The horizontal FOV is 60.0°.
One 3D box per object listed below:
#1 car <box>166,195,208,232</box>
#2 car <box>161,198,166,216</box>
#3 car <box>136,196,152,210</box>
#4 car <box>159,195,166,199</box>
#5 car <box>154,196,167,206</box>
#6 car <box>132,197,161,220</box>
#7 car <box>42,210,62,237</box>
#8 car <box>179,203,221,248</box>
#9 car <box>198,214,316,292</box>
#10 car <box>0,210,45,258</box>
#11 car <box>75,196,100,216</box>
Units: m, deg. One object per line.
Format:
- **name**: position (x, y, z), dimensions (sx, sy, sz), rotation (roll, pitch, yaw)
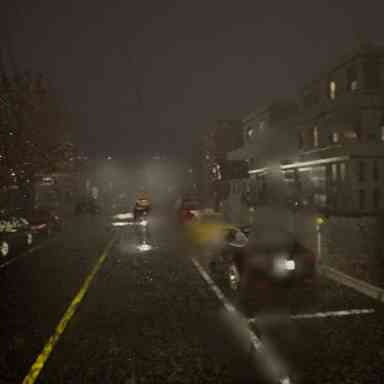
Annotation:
- **car**: position (-0.097, 1.220, 19.620), dimensions (2.192, 1.841, 5.009), rotation (-2, 0, -9)
- **car**: position (-1.737, 1.471, 30.595), dimensions (1.802, 1.307, 4.206), rotation (-2, 0, -9)
- **car**: position (-6.194, 1.411, 42.785), dimensions (1.882, 1.535, 5.008), rotation (-1, 1, -8)
- **car**: position (-2.588, 1.407, 36.249), dimensions (1.752, 1.417, 4.829), rotation (-2, 0, -9)
- **car**: position (-5.062, 1.383, 52.709), dimensions (1.752, 1.417, 4.829), rotation (-2, 0, -9)
- **car**: position (-3.985, 1.447, 28.062), dimensions (2.128, 1.511, 4.902), rotation (-1, 0, -8)
- **car**: position (-8.372, 1.687, 18.374), dimensions (1.802, 1.307, 4.206), rotation (-2, 0, -9)
- **car**: position (0.711, 1.438, 14.301), dimensions (1.752, 1.417, 4.829), rotation (-2, 0, -9)
- **car**: position (1.561, 1.486, 8.648), dimensions (1.947, 1.339, 4.313), rotation (-2, 0, -9)
- **car**: position (-7.549, 1.664, 12.887), dimensions (2.008, 1.369, 4.403), rotation (-2, 0, -9)
- **car**: position (-10.855, 1.397, 34.832), dimensions (2.192, 1.841, 5.009), rotation (-2, 0, -9)
